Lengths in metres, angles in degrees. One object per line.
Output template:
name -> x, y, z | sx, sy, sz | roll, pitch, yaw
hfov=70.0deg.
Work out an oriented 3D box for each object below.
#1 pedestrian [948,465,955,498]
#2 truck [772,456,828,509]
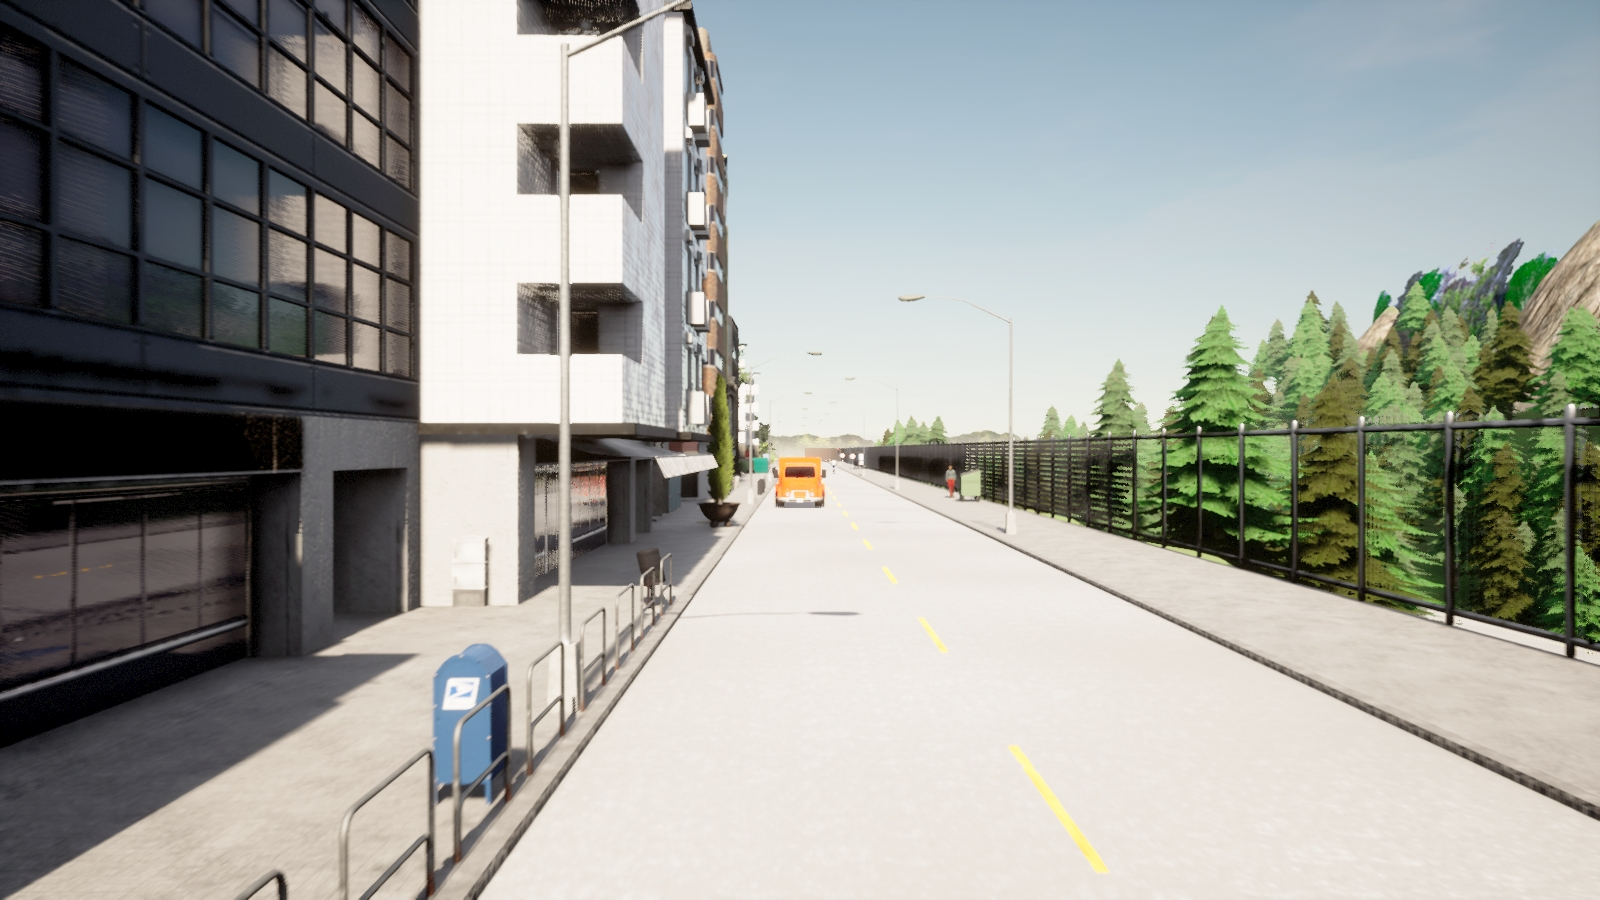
pedestrian -> 8.444, 1.744, 63.707 | 0.375, 1.860, 0.375 | 0, 0, 16
truck -> -0.008, 1.568, 56.693 | 2.627, 2.467, 5.204 | 0, 0, 0
